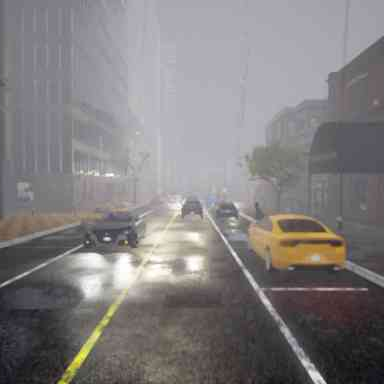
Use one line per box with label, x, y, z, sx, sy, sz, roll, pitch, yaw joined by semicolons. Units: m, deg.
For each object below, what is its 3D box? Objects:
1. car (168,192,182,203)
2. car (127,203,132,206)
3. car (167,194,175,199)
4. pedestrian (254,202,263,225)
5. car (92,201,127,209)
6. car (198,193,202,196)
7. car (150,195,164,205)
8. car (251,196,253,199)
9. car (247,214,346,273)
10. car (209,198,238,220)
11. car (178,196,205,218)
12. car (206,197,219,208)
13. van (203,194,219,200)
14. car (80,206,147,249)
car;-3.012;0.967;61.520;2.150;2.045;5.566;0;0;0
car;-5.707;1.419;26.772;1.752;1.417;4.829;-1;0;0
car;-5.857;1.162;92.394;1.752;1.417;4.829;-1;0;0
pedestrian;2.733;1.240;13.528;0.375;1.860;0.375;-1;1;-2
car;-5.706;1.441;21.237;1.752;1.417;4.829;-1;0;0
car;0.062;1.293;46.464;1.882;1.535;5.008;0;0;0
car;-5.714;1.224;54.616;1.967;1.590;4.097;-1;0;0
car;16.511;1.114;77.869;5.009;1.841;2.192;1;1;1
car;2.998;1.436;10.548;1.882;1.535;5.008;0;0;0
car;2.674;1.459;26.932;1.947;1.339;4.313;-1;0;0
car;0.041;1.391;29.124;1.837;1.490;4.892;0;1;0
car;2.673;1.453;32.466;1.802;1.307;4.206;-1;0;0
van;2.667;1.169;43.534;1.690;1.788;3.998;-1;0;0
car;-3.102;1.508;14.117;1.994;1.385;4.181;0;0;0
